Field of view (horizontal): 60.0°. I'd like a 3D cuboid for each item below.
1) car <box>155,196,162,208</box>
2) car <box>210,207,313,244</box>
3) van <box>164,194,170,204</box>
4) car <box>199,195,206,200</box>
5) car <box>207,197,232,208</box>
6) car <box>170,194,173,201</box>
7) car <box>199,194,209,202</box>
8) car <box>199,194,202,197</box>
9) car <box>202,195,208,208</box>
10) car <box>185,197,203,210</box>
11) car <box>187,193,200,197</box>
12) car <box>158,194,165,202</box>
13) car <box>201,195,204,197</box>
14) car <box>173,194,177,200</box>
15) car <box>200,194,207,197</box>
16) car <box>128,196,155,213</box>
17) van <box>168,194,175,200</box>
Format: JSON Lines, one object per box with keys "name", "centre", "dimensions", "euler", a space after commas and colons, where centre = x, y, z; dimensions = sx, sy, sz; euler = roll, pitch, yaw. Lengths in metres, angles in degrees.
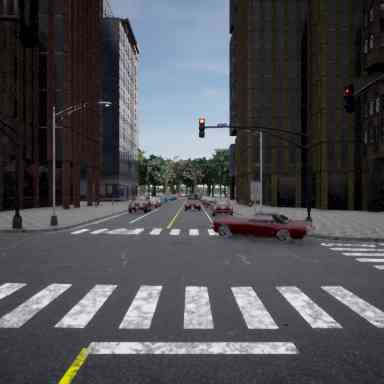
{"name": "car", "centre": [-5.748, 1.591, 47.990], "dimensions": [1.802, 1.307, 4.206], "euler": [0, 0, 0]}
{"name": "car", "centre": [3.389, 1.670, 16.511], "dimensions": [4.718, 1.301, 1.895], "euler": [2, 1, 27]}
{"name": "van", "centre": [-5.743, 1.358, 64.303], "dimensions": [1.690, 1.788, 3.998], "euler": [0, 0, 0]}
{"name": "car", "centre": [2.790, 1.560, 91.658], "dimensions": [1.752, 1.417, 4.829], "euler": [0, 0, 0]}
{"name": "car", "centre": [2.772, 1.444, 31.675], "dimensions": [1.967, 1.590, 4.097], "euler": [0, 0, 0]}
{"name": "car", "centre": [-5.741, 1.570, 69.740], "dimensions": [2.008, 1.369, 4.403], "euler": [0, 0, 0]}
{"name": "car", "centre": [2.787, 1.341, 80.613], "dimensions": [2.192, 1.841, 5.009], "euler": [0, 0, 0]}
{"name": "car", "centre": [2.782, 1.542, 64.470], "dimensions": [1.752, 1.417, 4.829], "euler": [0, 0, 0]}
{"name": "car", "centre": [2.777, 1.560, 47.987], "dimensions": [2.008, 1.369, 4.403], "euler": [0, 0, 0]}
{"name": "car", "centre": [0.109, 1.608, 42.344], "dimensions": [1.895, 1.301, 4.718], "euler": [0, 0, 0]}
{"name": "car", "centre": [0.123, 1.241, 70.111], "dimensions": [2.150, 2.045, 5.566], "euler": [0, 0, 0]}
{"name": "car", "centre": [-5.746, 1.537, 53.258], "dimensions": [1.752, 1.417, 4.829], "euler": [0, 0, 0]}
{"name": "car", "centre": [2.779, 1.556, 53.425], "dimensions": [1.887, 1.381, 4.507], "euler": [0, 0, 0]}
{"name": "car", "centre": [-5.736, 1.596, 86.053], "dimensions": [1.947, 1.339, 4.313], "euler": [0, 0, 0]}
{"name": "car", "centre": [2.781, 1.559, 58.862], "dimensions": [1.887, 1.381, 4.507], "euler": [0, 0, 0]}
{"name": "car", "centre": [-5.752, 1.320, 37.115], "dimensions": [2.192, 1.841, 5.009], "euler": [0, 0, 0]}
{"name": "van", "centre": [-5.735, 1.376, 91.491], "dimensions": [1.690, 1.788, 3.998], "euler": [0, 0, 0]}
